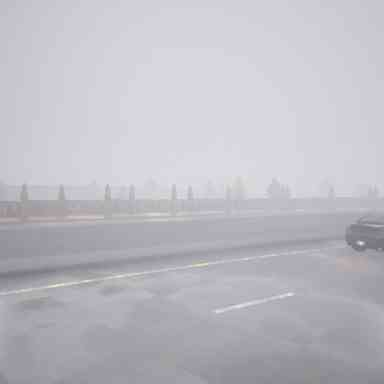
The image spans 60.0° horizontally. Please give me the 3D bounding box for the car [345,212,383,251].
[{"bbox_3d":[7.992,1.516,12.595,4.892,1.490,1.837,0,0,-27],"label":"car"}]
